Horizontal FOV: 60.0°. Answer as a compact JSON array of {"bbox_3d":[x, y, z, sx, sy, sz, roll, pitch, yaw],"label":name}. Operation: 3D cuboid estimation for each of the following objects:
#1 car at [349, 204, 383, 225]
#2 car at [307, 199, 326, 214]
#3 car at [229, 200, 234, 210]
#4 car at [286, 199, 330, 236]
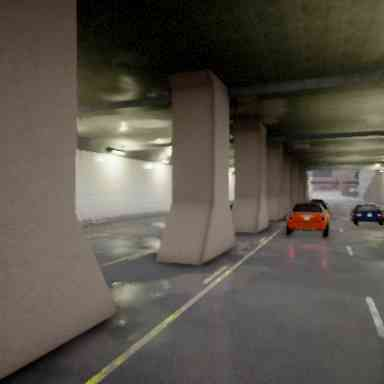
[{"bbox_3d":[12.639,1.575,24.252,2.033,1.411,5.357,0,0,22],"label":"car"},{"bbox_3d":[13.937,1.539,36.934,1.837,1.490,4.892,0,0,22],"label":"car"},{"bbox_3d":[4.717,1.623,42.584,1.895,1.301,4.718,0,0,22],"label":"car"},{"bbox_3d":[6.685,1.368,18.995,2.097,1.767,4.553,0,0,23],"label":"car"}]
